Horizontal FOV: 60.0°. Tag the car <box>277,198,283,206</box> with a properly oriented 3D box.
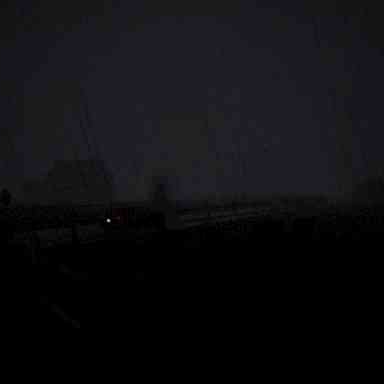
[{"bbox_3d":[14.482,1.320,49.746,2.033,1.411,5.357,-1,0,35],"label":"car"}]

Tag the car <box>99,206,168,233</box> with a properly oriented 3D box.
[{"bbox_3d":[-3.274,1.476,19.227,1.994,1.385,4.181,-1,0,35],"label":"car"}]

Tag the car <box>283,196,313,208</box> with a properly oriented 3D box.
[{"bbox_3d":[14.246,1.300,44.480,1.812,1.442,4.674,-1,0,35],"label":"car"}]

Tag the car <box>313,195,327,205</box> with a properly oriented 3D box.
[{"bbox_3d":[20.060,1.248,52.980,1.812,1.442,4.674,-1,0,35],"label":"car"}]
